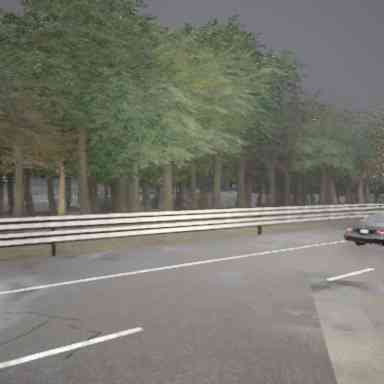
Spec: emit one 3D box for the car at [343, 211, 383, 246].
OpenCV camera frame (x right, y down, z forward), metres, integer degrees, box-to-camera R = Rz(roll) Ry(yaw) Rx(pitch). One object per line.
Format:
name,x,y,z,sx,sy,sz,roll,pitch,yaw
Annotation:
car,8.527,1.511,13.783,5.357,1.411,2.033,0,0,-33
